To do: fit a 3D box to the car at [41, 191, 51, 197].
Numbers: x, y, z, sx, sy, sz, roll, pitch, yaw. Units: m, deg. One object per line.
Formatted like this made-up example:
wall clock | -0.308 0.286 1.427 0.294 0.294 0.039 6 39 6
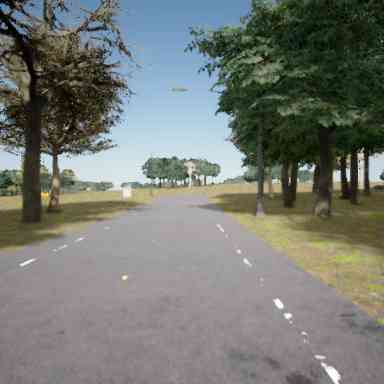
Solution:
car | -37.584 0.602 85.491 5.008 1.535 1.882 -1 -1 0
